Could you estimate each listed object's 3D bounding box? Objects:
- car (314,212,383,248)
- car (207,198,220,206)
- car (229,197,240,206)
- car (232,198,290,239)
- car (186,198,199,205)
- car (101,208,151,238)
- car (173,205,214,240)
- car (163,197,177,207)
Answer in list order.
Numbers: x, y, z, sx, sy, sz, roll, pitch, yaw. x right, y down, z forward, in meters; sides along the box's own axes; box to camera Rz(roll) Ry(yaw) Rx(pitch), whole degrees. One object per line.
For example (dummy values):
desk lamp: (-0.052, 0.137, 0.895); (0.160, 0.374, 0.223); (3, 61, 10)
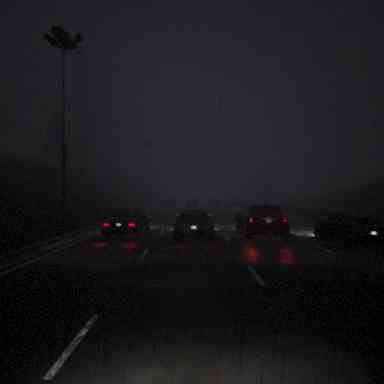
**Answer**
car: (7.090, 1.585, 14.979); (1.994, 1.385, 4.181); (0, 0, 0)
car: (3.554, 1.671, 56.167); (1.994, 1.385, 4.181); (0, 0, 0)
car: (7.058, 1.599, 52.321); (1.837, 1.490, 4.892); (0, -1, 0)
car: (3.588, 1.384, 17.696); (2.097, 1.767, 4.553); (0, 0, 0)
car: (0.060, 1.587, 48.045); (2.128, 1.511, 4.902); (0, 0, 0)
car: (-3.420, 1.587, 18.021); (2.033, 1.411, 5.357); (0, 0, 0)
car: (0.087, 1.599, 17.230); (1.994, 1.385, 4.181); (0, 0, 0)
car: (-3.442, 1.611, 52.294); (1.837, 1.490, 4.892); (0, -1, 0)
